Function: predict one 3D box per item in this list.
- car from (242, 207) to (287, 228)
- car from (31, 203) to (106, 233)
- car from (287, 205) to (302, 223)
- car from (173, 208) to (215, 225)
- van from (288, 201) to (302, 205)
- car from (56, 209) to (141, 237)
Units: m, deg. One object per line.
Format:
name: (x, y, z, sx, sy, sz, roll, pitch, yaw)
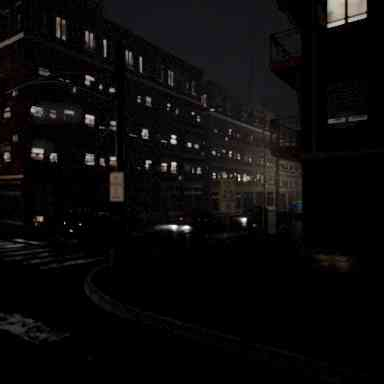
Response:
car: (5.690, 2.054, 26.180, 1.802, 1.307, 4.206, -2, -2, 35)
car: (-7.700, 1.614, 21.603, 2.192, 1.841, 5.009, -2, -2, 35)
car: (8.946, 2.127, 30.841, 2.008, 1.369, 4.403, -2, -2, 35)
car: (0.265, 2.037, 28.453, 1.994, 1.385, 4.181, 0, -1, 35)
van: (18.350, 2.475, 58.871, 1.690, 1.788, 3.998, -2, -2, 35)
car: (-5.439, 1.893, 20.320, 1.895, 1.301, 4.718, 0, -1, 36)
